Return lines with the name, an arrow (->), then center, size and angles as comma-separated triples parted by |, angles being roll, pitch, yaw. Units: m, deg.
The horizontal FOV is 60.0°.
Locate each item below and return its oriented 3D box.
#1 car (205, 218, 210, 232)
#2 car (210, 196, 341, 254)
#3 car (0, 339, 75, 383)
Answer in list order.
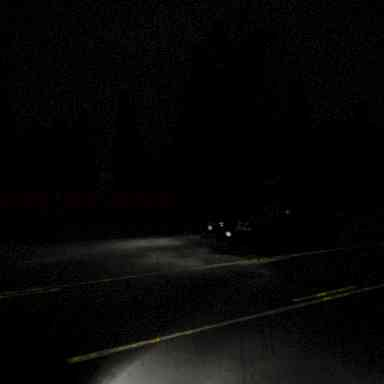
car -> 3.008, 1.482, 17.443 | 4.902, 1.511, 2.128 | 0, 0, -30
car -> 3.757, 1.214, 13.822 | 5.566, 2.045, 2.150 | 0, 0, -30
car -> -3.233, 1.547, 1.477 | 5.357, 1.411, 2.033 | 0, 0, -30
